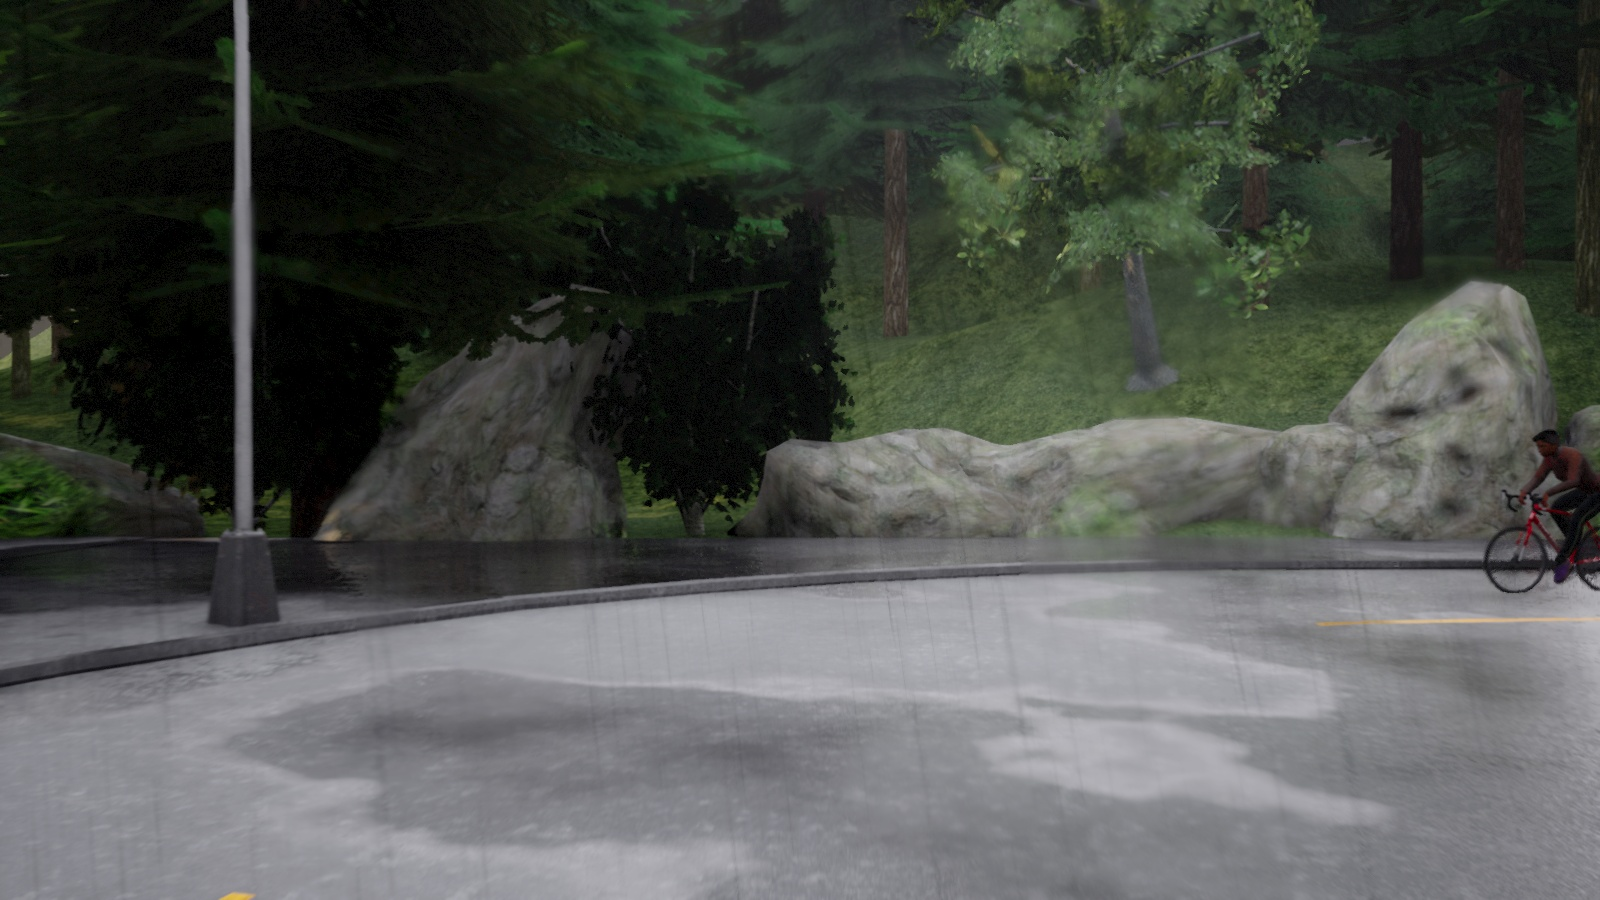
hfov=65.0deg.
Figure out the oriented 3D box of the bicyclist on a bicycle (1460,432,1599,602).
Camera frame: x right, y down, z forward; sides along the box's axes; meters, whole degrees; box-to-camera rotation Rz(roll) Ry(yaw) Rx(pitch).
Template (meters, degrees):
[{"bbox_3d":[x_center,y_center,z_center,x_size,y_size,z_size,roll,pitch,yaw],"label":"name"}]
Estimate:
[{"bbox_3d":[7.478,0.639,12.392,1.656,1.620,0.582,0,1,-5],"label":"bicyclist on a bicycle"}]
